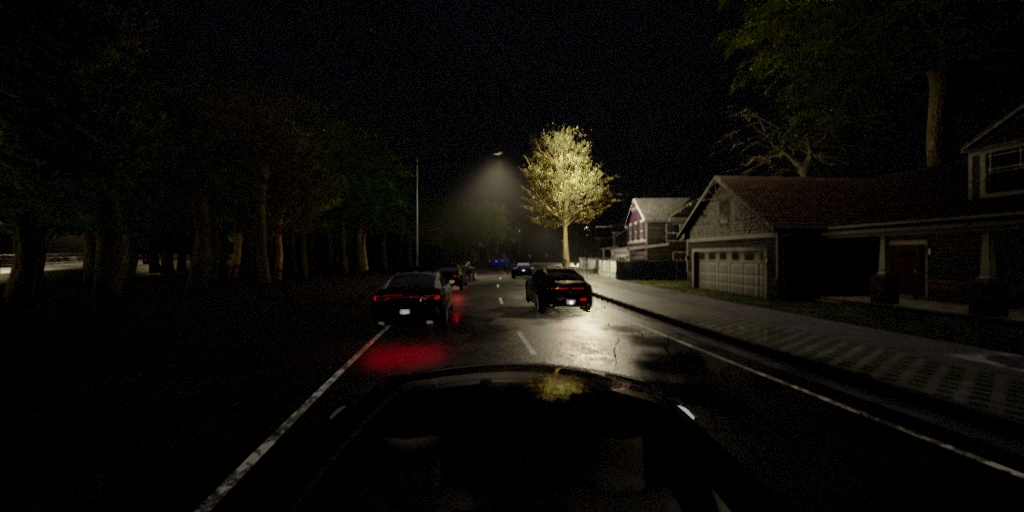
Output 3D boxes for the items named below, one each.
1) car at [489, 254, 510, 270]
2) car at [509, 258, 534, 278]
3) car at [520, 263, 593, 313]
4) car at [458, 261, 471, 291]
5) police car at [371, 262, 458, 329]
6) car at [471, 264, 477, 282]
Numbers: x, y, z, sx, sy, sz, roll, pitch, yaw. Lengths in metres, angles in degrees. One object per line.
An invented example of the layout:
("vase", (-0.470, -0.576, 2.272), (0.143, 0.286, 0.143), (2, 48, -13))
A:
("car", (-1.540, 0.756, 47.114), (2.150, 2.045, 5.566), (0, 0, 9))
("car", (0.992, 1.167, 31.773), (1.994, 1.385, 4.181), (0, 0, 1))
("car", (1.639, 1.194, 13.818), (1.837, 1.490, 4.892), (0, 0, -6))
("car", (-3.639, 1.190, 21.066), (1.812, 1.442, 4.674), (0, 0, -3))
("police car", (-2.877, 1.135, 11.251), (1.930, 1.638, 5.238), (0, 0, -6))
("car", (-3.797, 1.142, 27.036), (1.837, 1.490, 4.892), (0, 0, 0))
